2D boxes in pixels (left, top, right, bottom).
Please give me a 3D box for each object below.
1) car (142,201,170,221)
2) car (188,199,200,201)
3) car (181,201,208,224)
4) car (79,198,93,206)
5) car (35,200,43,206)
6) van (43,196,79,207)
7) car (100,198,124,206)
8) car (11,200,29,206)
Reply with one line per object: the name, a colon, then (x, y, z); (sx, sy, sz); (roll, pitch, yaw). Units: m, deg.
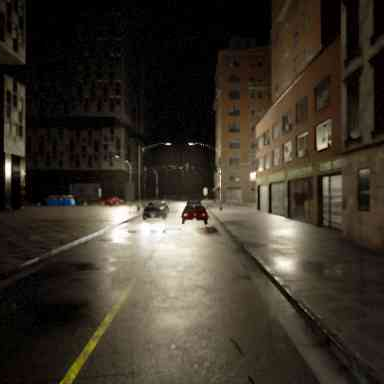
car: (-2.927, 1.517, 27.578); (2.128, 1.511, 4.902); (0, 0, 1)
car: (0.236, 1.505, 38.166); (1.882, 1.535, 5.008); (0, 0, 0)
car: (0.190, 1.624, 25.220); (1.895, 1.301, 4.718); (0, 0, 0)
car: (-19.905, 1.768, 59.163); (4.313, 1.339, 1.947); (0, 0, 0)
car: (-25.554, 1.792, 59.189); (4.403, 1.369, 2.008); (0, 0, 0)
van: (-19.937, 1.463, 50.639); (3.998, 1.788, 1.690); (0, 0, 0)
car: (-14.257, 1.745, 59.137); (4.206, 1.307, 1.802); (0, 0, 0)
car: (-31.202, 1.861, 59.215); (4.206, 1.307, 1.802); (0, 0, 0)
